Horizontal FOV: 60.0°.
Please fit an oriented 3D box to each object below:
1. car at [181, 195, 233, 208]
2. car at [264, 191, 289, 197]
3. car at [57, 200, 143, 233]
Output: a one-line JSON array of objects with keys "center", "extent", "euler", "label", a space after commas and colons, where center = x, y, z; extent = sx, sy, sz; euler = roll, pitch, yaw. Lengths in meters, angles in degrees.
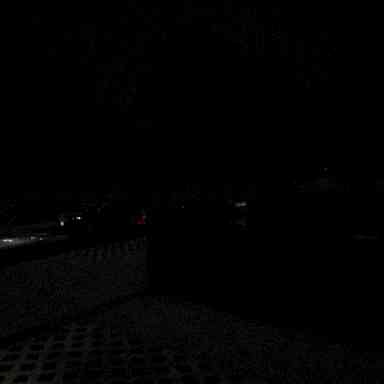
[{"center": [1.327, 0.968, 26.381], "extent": [2.033, 1.411, 5.357], "euler": [0, 2, 35], "label": "car"}, {"center": [9.701, 0.567, 38.117], "extent": [1.812, 1.442, 4.674], "euler": [0, 1, 36], "label": "car"}, {"center": [-4.761, 1.180, 17.816], "extent": [2.128, 1.511, 4.902], "euler": [0, 1, 35], "label": "car"}]
